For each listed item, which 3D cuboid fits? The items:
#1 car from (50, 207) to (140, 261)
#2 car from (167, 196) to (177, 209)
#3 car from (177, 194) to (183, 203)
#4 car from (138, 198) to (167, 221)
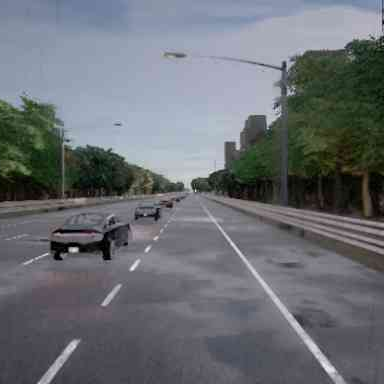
[{"bbox_3d":[-3.498,1.496,12.266,2.128,1.511,4.902,0,0,0],"label":"car"},{"bbox_3d":[-3.492,1.539,45.402,1.837,1.490,4.892,0,0,0],"label":"car"},{"bbox_3d":[-3.485,1.577,71.406,1.837,1.490,4.892,0,0,0],"label":"car"},{"bbox_3d":[-3.495,1.506,27.401,2.128,1.511,4.902,0,0,0],"label":"car"}]
